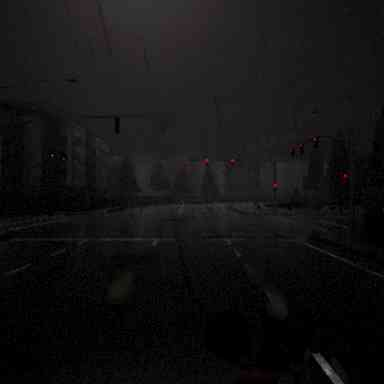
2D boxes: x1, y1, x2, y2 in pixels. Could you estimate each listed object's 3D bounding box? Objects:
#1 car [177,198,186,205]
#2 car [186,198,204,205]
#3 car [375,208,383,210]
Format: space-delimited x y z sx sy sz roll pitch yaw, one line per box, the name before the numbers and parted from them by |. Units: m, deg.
car | -1.702 2.204 77.358 1.882 1.535 5.008 0 -1 25
car | 1.188 2.185 75.315 1.882 1.535 5.008 0 -1 25
car | 21.205 1.890 33.711 4.718 1.301 1.895 0 -1 1
